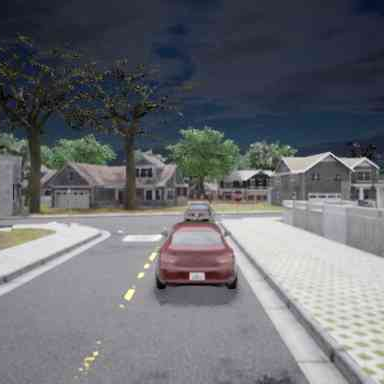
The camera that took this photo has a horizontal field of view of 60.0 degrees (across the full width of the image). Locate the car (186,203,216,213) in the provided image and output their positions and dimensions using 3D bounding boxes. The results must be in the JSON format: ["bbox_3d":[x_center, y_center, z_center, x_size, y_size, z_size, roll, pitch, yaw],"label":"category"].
[{"bbox_3d":[0.635,1.507,23.708,2.033,1.411,5.357,0,0,8],"label":"car"}]

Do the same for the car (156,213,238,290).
[{"bbox_3d":[0.108,1.510,8.935,1.812,1.442,4.674,0,0,0],"label":"car"}]
